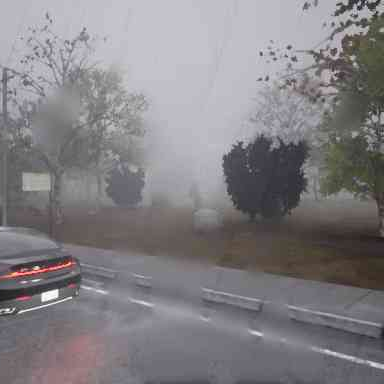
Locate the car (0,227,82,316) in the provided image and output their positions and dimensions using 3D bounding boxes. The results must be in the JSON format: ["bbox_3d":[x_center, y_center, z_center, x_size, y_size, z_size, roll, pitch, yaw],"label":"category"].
[{"bbox_3d":[-4.342,1.505,7.087,4.892,1.490,1.837,0,0,37],"label":"car"}]
